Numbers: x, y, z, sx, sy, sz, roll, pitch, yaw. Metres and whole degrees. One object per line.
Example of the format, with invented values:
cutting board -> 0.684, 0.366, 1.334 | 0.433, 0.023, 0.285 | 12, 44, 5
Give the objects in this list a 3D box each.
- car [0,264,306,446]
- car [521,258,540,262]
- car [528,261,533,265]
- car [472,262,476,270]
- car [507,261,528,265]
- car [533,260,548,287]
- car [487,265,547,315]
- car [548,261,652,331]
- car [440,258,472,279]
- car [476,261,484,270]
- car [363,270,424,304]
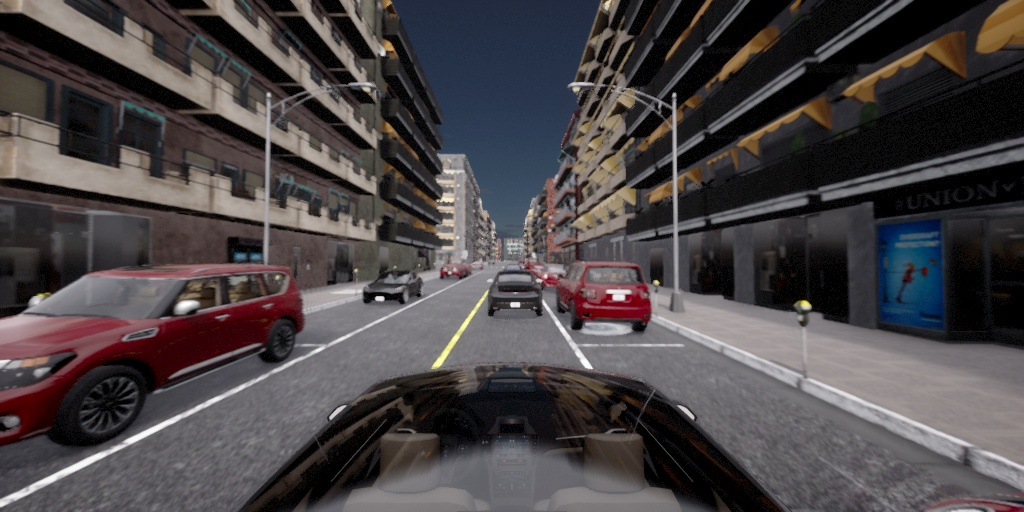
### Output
car -> -5.313, 1.070, 5.504 | 2.192, 1.841, 5.009 | 0, 0, 0
car -> 2.541, 1.177, 44.160 | 2.192, 1.841, 5.009 | 0, 0, 0
car -> 2.539, 1.404, 33.098 | 1.802, 1.307, 4.207 | 0, 0, 0
car -> -5.308, 1.386, 38.686 | 1.888, 1.381, 4.507 | 0, 0, 0
car -> 0.107, 1.379, 31.057 | 1.994, 1.385, 4.181 | 0, 0, 0
car -> 2.538, 1.230, 22.036 | 1.967, 1.591, 4.097 | 0, 0, 0
car -> 0.103, 1.275, 13.585 | 1.837, 1.490, 4.892 | 0, 0, 0
car -> 2.536, 1.080, 10.973 | 2.192, 1.841, 5.009 | 0, 0, 0
car -> -5.309, 1.137, 33.155 | 2.192, 1.841, 5.009 | 0, 0, 0
car -> -5.306, 1.492, 55.279 | 1.802, 1.307, 4.207 | 0, 0, 0
car -> -5.311, 1.342, 16.566 | 1.948, 1.339, 4.313 | 0, 0, 0
